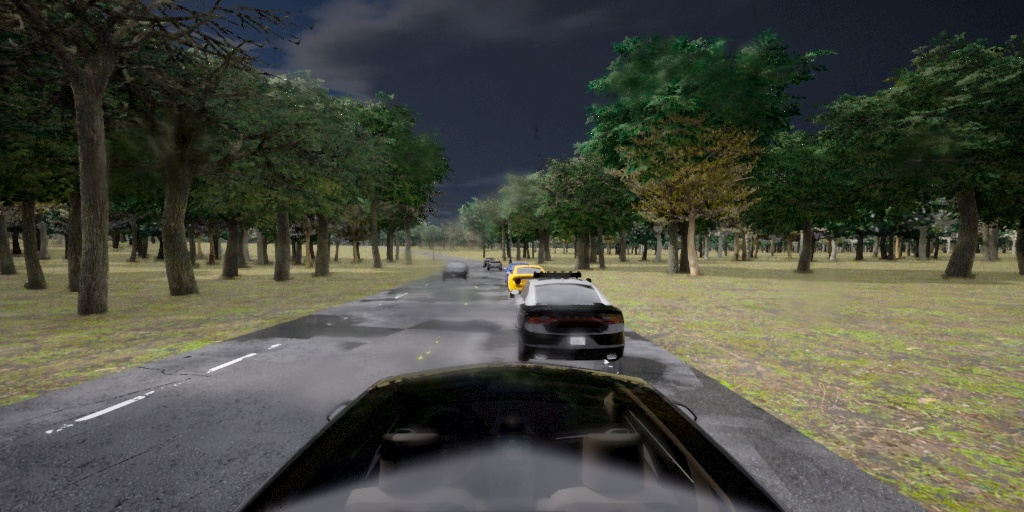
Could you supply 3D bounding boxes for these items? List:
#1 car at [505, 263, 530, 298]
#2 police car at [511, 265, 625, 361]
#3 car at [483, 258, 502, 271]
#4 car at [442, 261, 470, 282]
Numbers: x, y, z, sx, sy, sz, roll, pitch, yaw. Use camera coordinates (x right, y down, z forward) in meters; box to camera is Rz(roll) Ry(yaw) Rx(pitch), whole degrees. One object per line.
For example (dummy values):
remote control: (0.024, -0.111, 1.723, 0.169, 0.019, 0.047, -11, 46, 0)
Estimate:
car: (0.776, 1.203, 18.338, 1.882, 1.535, 5.008, 0, 0, -2)
police car: (1.032, 1.169, 8.382, 1.930, 1.638, 5.238, 0, 0, -1)
car: (-2.352, 1.117, 47.493, 2.128, 1.511, 4.902, 0, 0, -6)
car: (-4.468, 1.177, 29.006, 1.882, 1.535, 5.008, 0, 0, -4)
